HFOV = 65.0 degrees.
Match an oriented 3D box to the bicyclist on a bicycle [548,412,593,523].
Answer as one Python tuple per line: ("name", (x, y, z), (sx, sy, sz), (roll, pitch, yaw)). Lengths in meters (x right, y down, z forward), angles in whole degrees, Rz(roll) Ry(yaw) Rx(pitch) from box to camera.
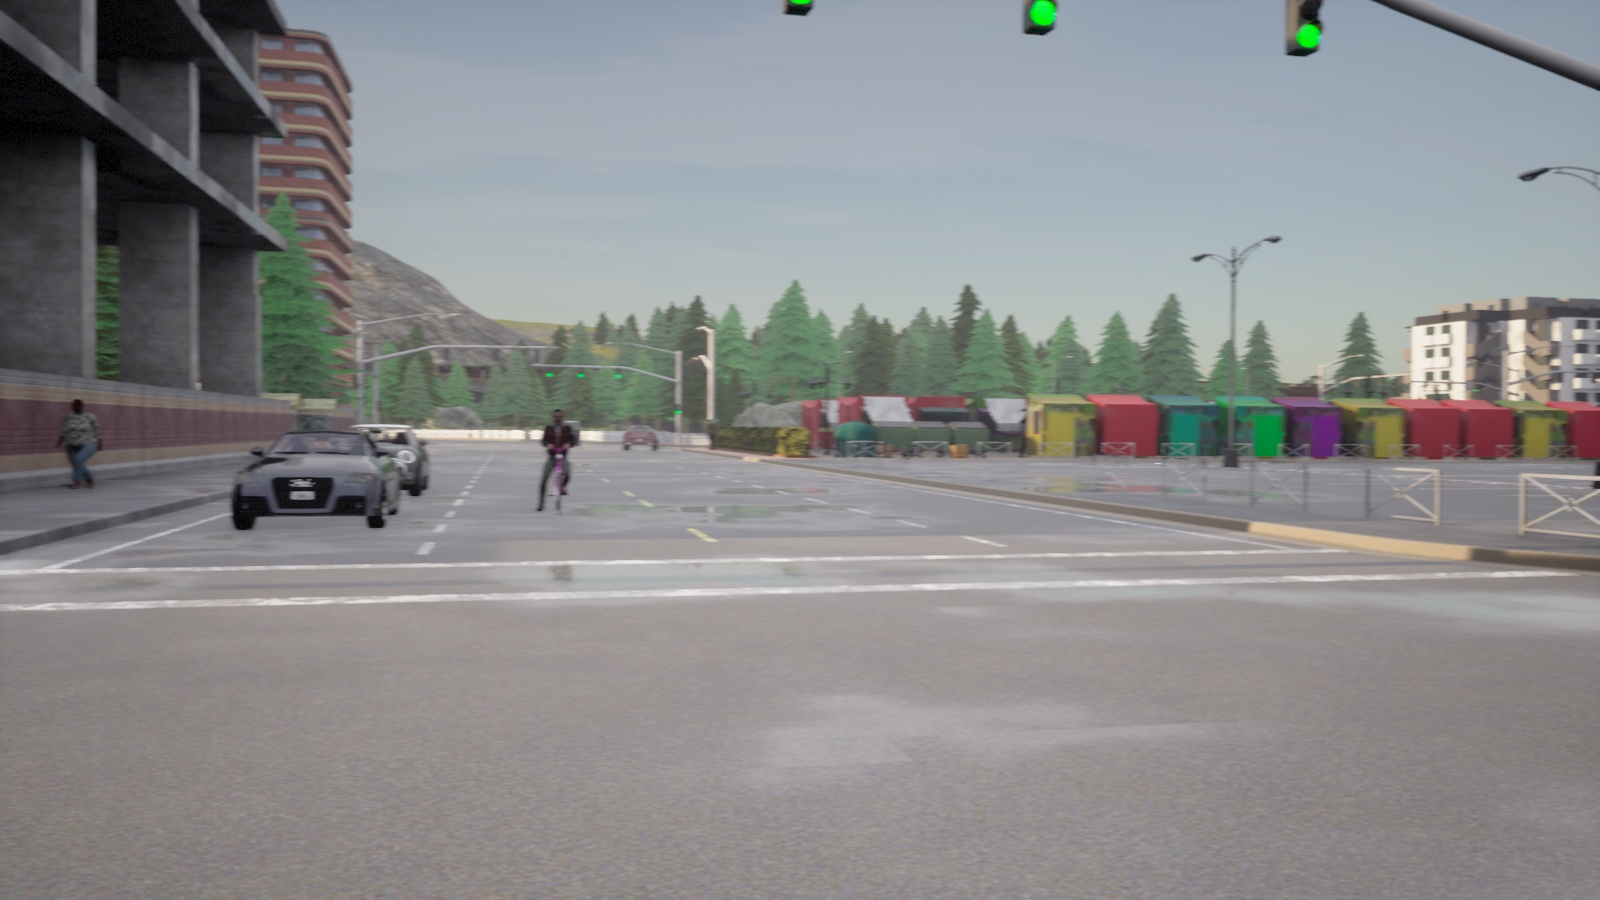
("bicyclist on a bicycle", (-3.865, 0.263, 21.075), (0.659, 1.776, 1.843), (-1, 1, -13))

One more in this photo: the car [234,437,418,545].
("car", (-6.953, 0.524, 18.847), (1.994, 1.385, 4.181), (-1, 1, -13))

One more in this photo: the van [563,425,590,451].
("van", (-17.236, -0.947, 96.778), (1.775, 1.987, 4.442), (-1, 1, -13))

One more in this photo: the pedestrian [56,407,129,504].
("pedestrian", (-13.779, 0.095, 24.476), (0.874, 1.855, 0.900), (-1, 1, -1))

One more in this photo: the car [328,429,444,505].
("car", (-8.732, 0.311, 26.794), (1.970, 1.475, 3.806), (-1, 1, -13))

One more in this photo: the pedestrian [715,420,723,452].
("pedestrian", (-4.680, -0.802, 72.703), (0.331, 1.846, 0.634), (-1, 1, -15))

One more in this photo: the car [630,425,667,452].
("car", (-9.727, -0.750, 81.043), (2.152, 1.651, 5.027), (-1, 0, -4))
